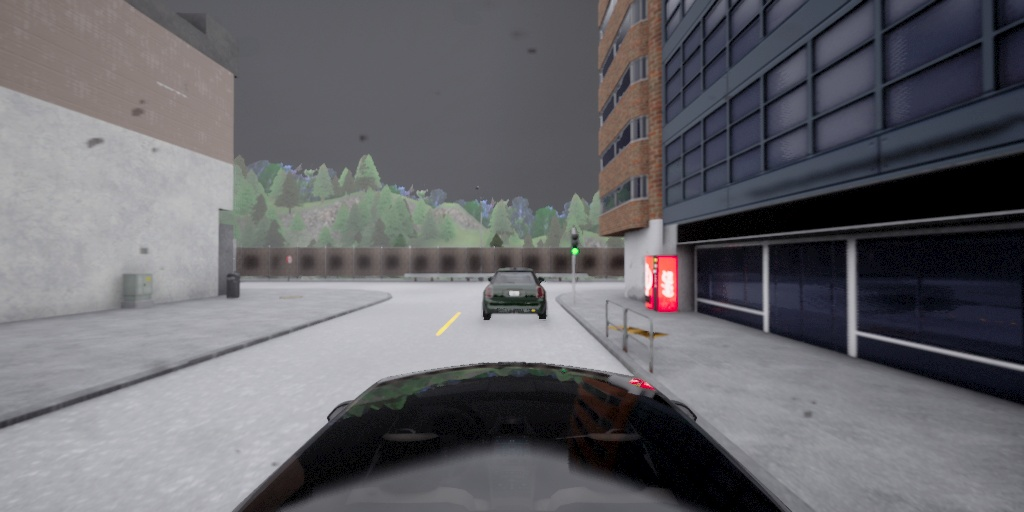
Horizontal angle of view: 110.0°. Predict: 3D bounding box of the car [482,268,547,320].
[{"bbox_3d":[0.156,1.221,13.360,2.097,1.767,4.553,0,-1,2],"label":"car"}]
